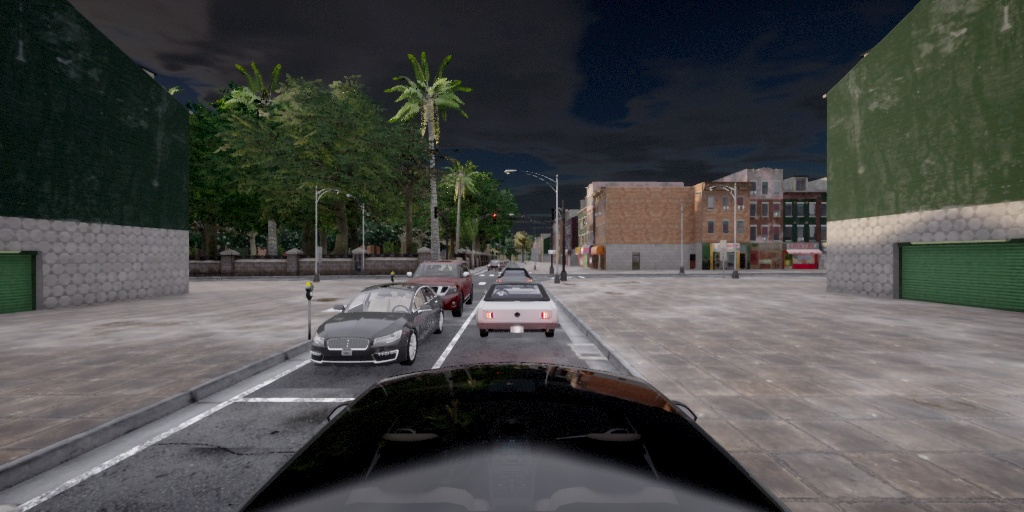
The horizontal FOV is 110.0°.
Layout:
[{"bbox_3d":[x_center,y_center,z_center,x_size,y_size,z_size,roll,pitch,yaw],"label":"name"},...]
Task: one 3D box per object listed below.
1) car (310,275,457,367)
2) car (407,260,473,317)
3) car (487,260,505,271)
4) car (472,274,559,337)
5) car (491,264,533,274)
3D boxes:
[{"bbox_3d":[-2.619,1.301,7.883,2.007,1.370,4.403,0,0,0],"label":"car"},{"bbox_3d":[-2.602,1.068,13.346,2.192,1.841,5.009,0,0,0],"label":"car"},{"bbox_3d":[-2.480,1.292,51.493,1.967,1.591,4.097,0,0,0],"label":"car"},{"bbox_3d":[0.126,1.352,10.224,1.895,1.301,4.718,0,0,0],"label":"car"},{"bbox_3d":[0.163,1.324,19.396,1.994,1.385,4.181,0,0,2],"label":"car"}]
